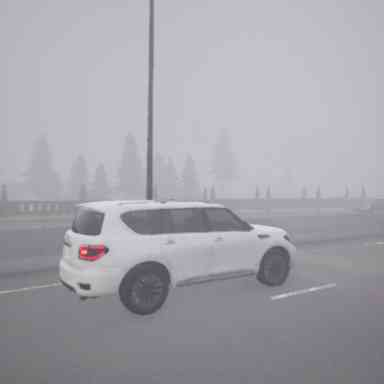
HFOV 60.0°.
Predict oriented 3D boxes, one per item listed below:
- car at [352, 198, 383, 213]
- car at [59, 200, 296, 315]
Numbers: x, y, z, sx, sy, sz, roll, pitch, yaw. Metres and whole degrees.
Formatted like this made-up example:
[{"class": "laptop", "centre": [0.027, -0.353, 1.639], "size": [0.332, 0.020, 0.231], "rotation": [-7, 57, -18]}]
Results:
[{"class": "car", "centre": [17.264, 1.363, 31.056], "size": [4.553, 1.767, 2.097], "rotation": [0, 0, -17]}, {"class": "car", "centre": [-0.084, 1.201, 7.697], "size": [5.566, 2.045, 2.150], "rotation": [0, 0, -33]}]
